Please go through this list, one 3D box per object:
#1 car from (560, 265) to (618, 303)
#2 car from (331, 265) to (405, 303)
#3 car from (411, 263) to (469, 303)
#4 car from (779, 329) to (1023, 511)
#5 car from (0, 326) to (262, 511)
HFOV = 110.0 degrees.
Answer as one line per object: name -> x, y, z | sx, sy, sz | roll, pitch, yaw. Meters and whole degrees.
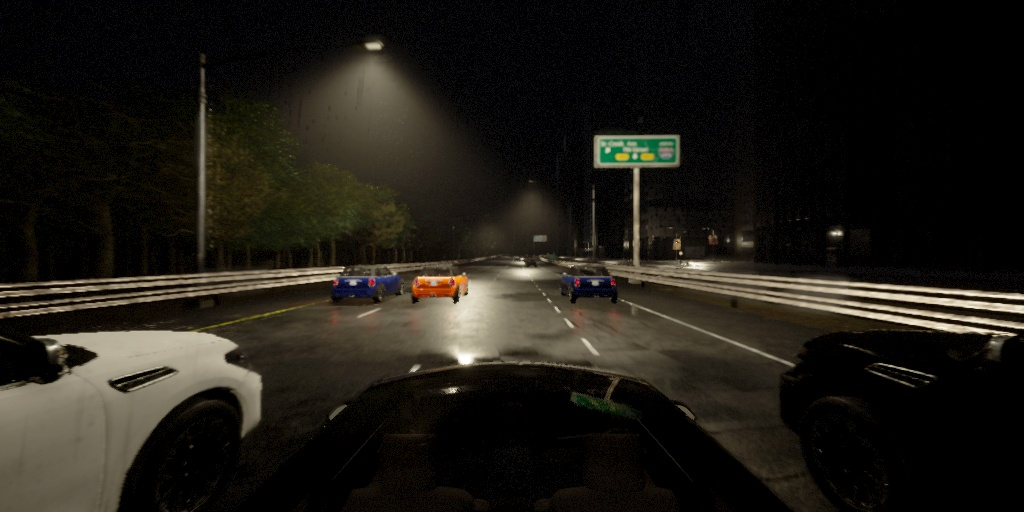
car -> 3.629, 1.227, 17.686 | 2.097, 1.767, 4.553 | 0, 0, 0
car -> -6.872, 1.222, 17.655 | 2.097, 1.767, 4.553 | 0, 0, 0
car -> -3.373, 1.223, 17.648 | 2.097, 1.767, 4.553 | 0, 0, 0
car -> 3.602, 0.967, 1.002 | 2.150, 2.045, 5.566 | 0, 0, 0
car -> -3.399, 0.963, 0.938 | 2.150, 2.045, 5.566 | 0, 0, 0
